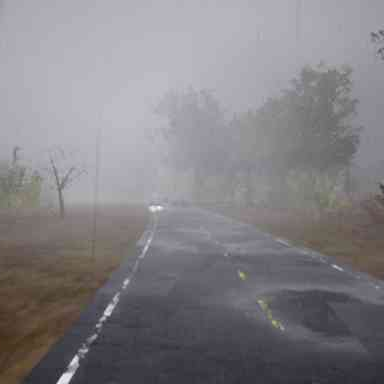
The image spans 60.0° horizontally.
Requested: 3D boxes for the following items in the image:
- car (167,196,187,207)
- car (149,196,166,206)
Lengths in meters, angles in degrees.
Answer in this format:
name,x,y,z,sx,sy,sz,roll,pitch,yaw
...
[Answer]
name,x,y,z,sx,sy,sz,roll,pitch,yaw
car,-2.213,1.396,52.358,2.097,1.767,4.553,0,0,-11
car,-6.048,1.544,55.482,2.128,1.511,4.902,0,0,-12
